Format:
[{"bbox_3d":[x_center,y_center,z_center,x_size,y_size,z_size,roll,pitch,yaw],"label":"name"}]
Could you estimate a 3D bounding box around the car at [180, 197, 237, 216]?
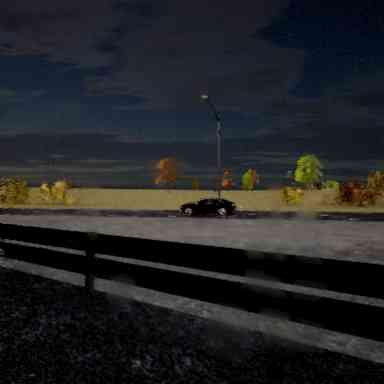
[{"bbox_3d":[1.374,1.242,28.360,4.892,1.490,1.837,0,0,15],"label":"car"}]
